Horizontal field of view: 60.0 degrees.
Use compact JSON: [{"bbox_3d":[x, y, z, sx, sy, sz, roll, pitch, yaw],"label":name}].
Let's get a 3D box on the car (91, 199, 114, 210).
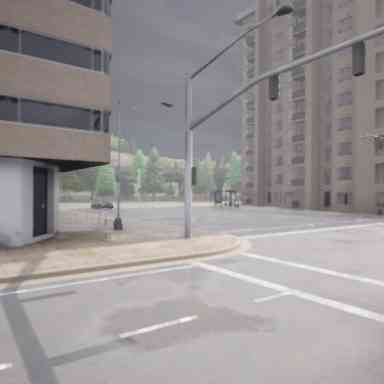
[{"bbox_3d":[-12.442,1.710,46.068,1.994,1.385,4.181,1,0,-36],"label":"car"}]
